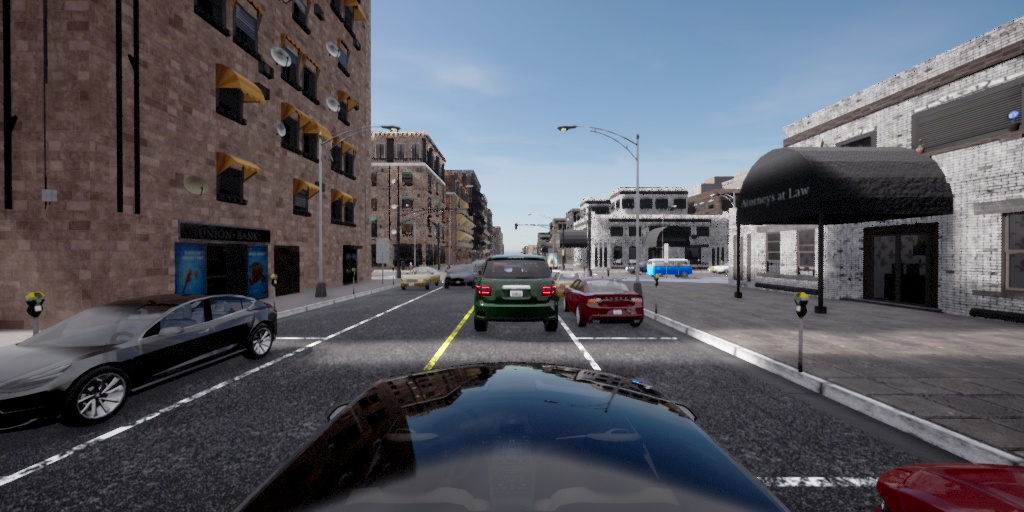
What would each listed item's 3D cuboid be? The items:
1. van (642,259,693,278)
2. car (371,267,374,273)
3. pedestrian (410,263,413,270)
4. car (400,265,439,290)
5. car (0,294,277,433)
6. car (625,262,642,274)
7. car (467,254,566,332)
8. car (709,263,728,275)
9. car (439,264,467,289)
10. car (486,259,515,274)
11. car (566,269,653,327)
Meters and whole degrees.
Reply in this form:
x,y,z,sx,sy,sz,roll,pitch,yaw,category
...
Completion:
x,y,z,sx,sy,sz,roll,pitch,yaw,category
14.697,1.161,33.517,3.998,1.789,1.690,0,0,0,van
-16.436,1.340,35.912,4.718,1.301,1.895,0,0,0,car
-12.574,1.207,44.671,0.500,1.100,0.500,0,0,0,pedestrian
-5.664,1.276,22.609,1.751,1.417,4.829,0,0,0,car
-5.686,1.315,5.689,1.948,1.339,4.313,0,0,0,car
14.975,1.272,39.317,4.902,1.511,2.128,0,0,-2,car
0.109,0.970,11.043,2.150,2.045,5.566,0,0,0,car
24.817,1.408,39.367,4.718,1.301,1.895,0,0,0,car
-3.074,1.257,22.812,1.837,1.490,4.892,0,-1,0,car
-1.441,1.205,42.578,1.882,1.535,5.008,-1,0,-22,car
2.702,1.294,11.369,1.888,1.381,4.507,0,0,0,car
